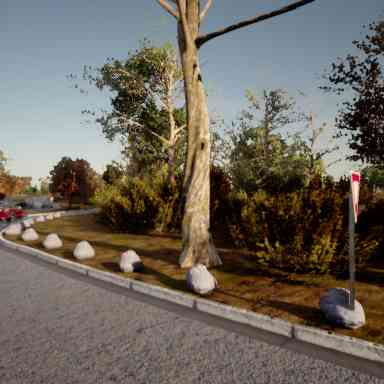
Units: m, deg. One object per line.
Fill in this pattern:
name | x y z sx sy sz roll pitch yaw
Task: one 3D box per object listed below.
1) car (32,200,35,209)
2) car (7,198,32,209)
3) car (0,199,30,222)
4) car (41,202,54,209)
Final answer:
car | -29.872 2.247 60.461 2.097 1.767 4.553 0 0 -18
car | -24.608 1.890 45.226 2.150 2.045 5.566 0 -1 1
car | -16.557 1.744 29.720 2.097 1.767 4.553 0 -1 -10
car | -26.805 2.481 61.672 1.895 1.301 4.718 0 0 -19
